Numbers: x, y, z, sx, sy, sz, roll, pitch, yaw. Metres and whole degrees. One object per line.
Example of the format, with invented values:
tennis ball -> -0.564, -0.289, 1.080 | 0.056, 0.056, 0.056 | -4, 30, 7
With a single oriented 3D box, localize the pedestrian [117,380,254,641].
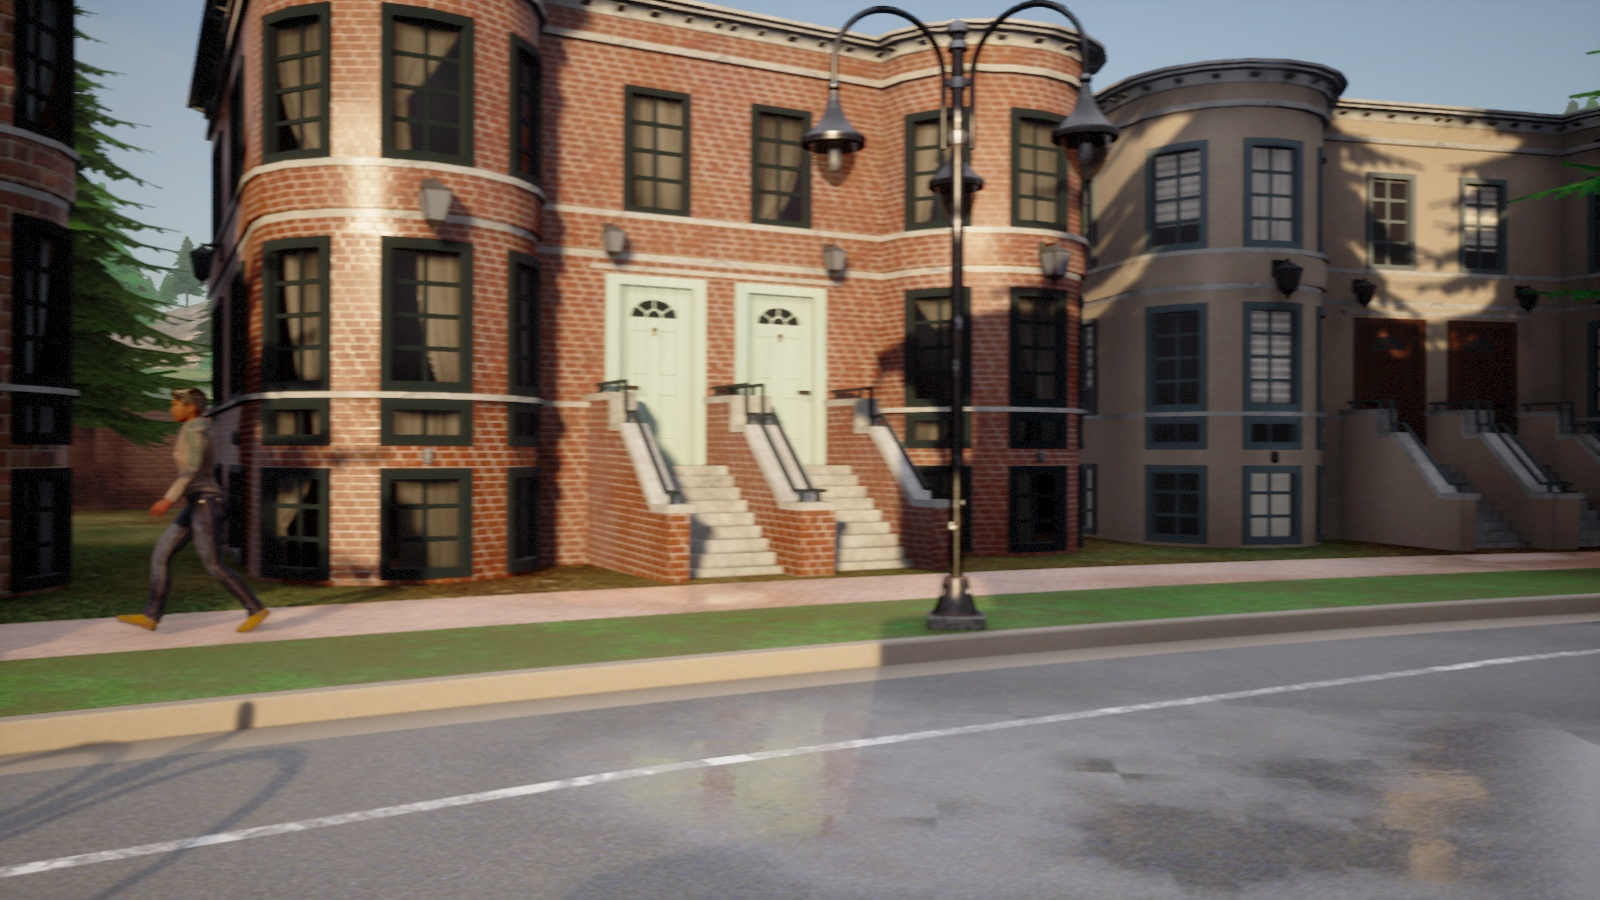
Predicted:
pedestrian -> -4.416, 0.420, 9.047 | 0.869, 1.805, 0.328 | 0, 0, -26
